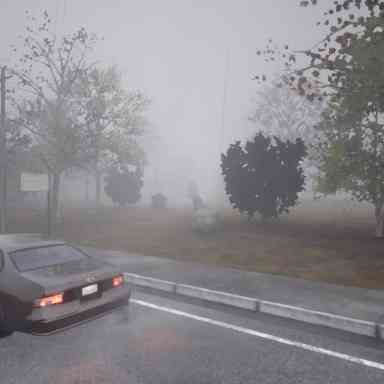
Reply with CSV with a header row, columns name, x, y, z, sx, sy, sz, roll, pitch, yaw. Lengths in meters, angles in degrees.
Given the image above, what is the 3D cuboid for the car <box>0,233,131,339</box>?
name,x,y,z,sx,sy,sz,roll,pitch,yaw
car,-3.614,1.547,6.558,5.357,1.411,2.033,0,0,35
